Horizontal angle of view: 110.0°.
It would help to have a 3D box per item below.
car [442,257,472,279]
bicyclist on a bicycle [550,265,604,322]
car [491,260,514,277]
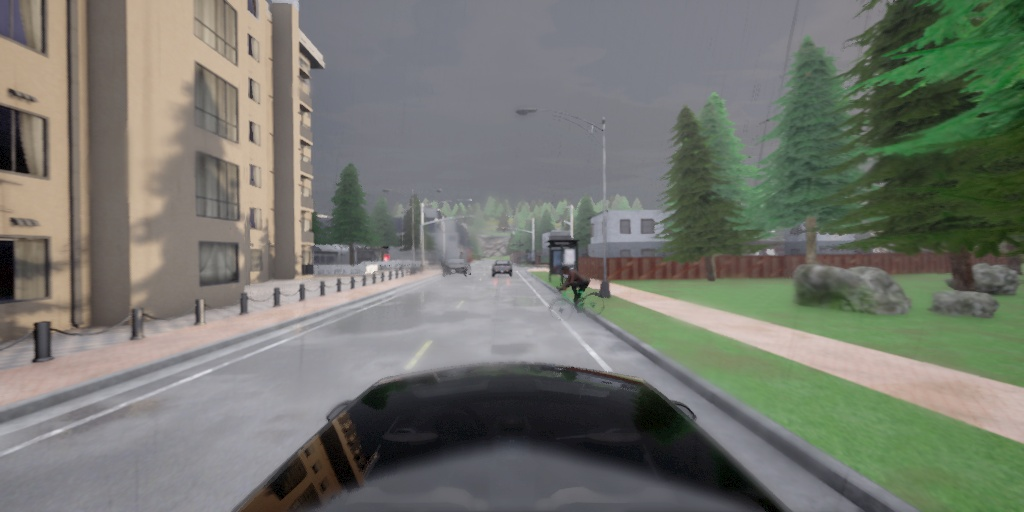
[{"bbox_3d":[-4.296,0.823,28.453,1.882,1.535,5.008,-1,0,-2],"label":"car"},{"bbox_3d":[1.860,1.070,10.638,1.656,1.620,0.582,-10,0,-2],"label":"bicyclist on a bicycle"},{"bbox_3d":[-0.912,1.131,33.407,2.128,1.511,4.902,-1,0,-1],"label":"car"}]
